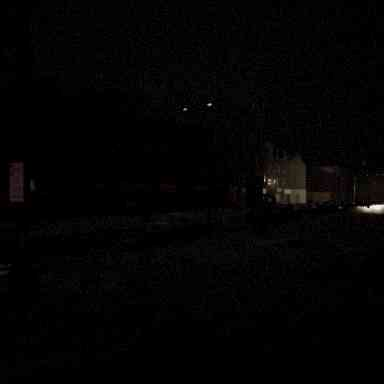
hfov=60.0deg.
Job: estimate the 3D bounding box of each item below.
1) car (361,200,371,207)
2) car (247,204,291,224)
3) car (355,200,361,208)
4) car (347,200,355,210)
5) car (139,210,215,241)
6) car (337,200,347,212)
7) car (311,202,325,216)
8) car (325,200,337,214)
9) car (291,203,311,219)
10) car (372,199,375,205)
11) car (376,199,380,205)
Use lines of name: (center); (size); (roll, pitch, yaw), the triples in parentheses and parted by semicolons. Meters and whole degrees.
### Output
car: (31.835, 2.154, 62.784); (2.008, 1.369, 4.403); (-1, -2, 35)
car: (5.836, 1.722, 26.048); (1.947, 1.339, 4.313); (-1, -1, 35)
car: (25.335, 2.020, 53.599); (2.008, 1.369, 4.403); (-1, -1, 35)
car: (22.085, 1.959, 49.008); (2.008, 1.369, 4.403); (-1, -1, 35)
car: (-0.566, 1.606, 17.003); (1.752, 1.417, 4.829); (-1, -1, 35)
car: (18.834, 1.791, 44.417); (1.967, 1.590, 4.097); (-1, -1, 35)
car: (12.336, 1.829, 35.231); (1.802, 1.307, 4.206); (-1, -1, 35)
car: (15.585, 1.842, 39.824); (1.887, 1.381, 4.507); (-1, -1, 35)
car: (9.086, 1.751, 30.640); (2.008, 1.369, 4.403); (-1, -1, 35)
car: (35.084, 2.219, 67.375); (1.887, 1.381, 4.507); (-1, -2, 35)
car: (44.833, 2.467, 81.149); (2.008, 1.369, 4.403); (-2, -2, 35)
